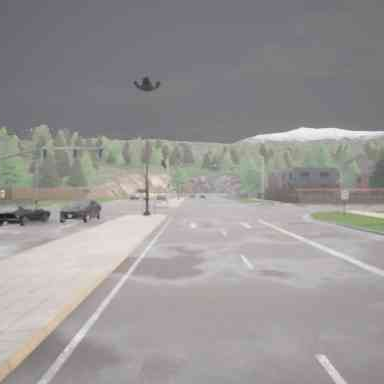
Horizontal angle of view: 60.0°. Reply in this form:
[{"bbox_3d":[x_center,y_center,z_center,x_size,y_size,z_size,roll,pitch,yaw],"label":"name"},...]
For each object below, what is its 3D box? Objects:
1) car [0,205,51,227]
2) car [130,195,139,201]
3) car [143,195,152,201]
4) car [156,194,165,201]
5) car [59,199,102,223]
[{"bbox_3d":[-11.493,1.583,22.729,1.895,1.301,4.718,0,0,0],"label":"car"},{"bbox_3d":[-14.975,1.527,86.500,1.895,1.301,4.718,0,0,0],"label":"car"},{"bbox_3d":[-11.476,1.410,86.396,1.882,1.535,5.008,0,0,0],"label":"car"},{"bbox_3d":[-7.976,1.456,86.394,1.812,1.442,4.674,0,0,0],"label":"car"},{"bbox_3d":[-7.993,1.265,24.258,1.882,1.535,5.008,0,0,0],"label":"car"}]
